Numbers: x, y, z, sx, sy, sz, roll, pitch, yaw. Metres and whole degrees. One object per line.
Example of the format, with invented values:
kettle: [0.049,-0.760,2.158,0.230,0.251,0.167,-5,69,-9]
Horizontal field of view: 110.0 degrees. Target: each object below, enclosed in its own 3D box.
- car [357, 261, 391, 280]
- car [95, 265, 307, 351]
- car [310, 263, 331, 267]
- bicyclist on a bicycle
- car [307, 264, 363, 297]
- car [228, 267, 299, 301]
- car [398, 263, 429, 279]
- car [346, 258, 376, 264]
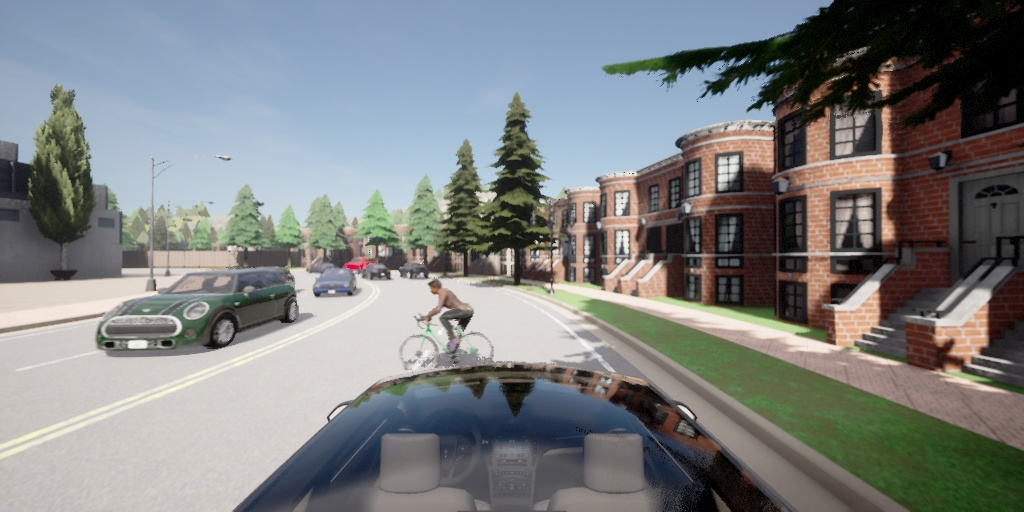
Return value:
car: [-12.627,1.447,33.186,1.812,1.442,4.674,0,0,-36]
car: [-7.525,1.142,9.220,2.097,1.767,4.553,0,0,-6]
car: [-23.065,1.526,43.725,5.357,1.411,2.033,0,0,36]
bicyclist on a bicycle: [-1.161,1.227,6.276,1.656,1.620,0.582,-2,0,-1]
car: [-9.828,1.398,20.255,2.033,1.411,5.357,0,0,-20]
car: [-13.004,1.352,19.149,1.837,1.490,4.892,0,-1,-19]
car: [-9.667,1.434,34.954,1.837,1.490,4.892,0,-1,-35]
car: [-18.943,1.207,44.913,5.566,2.045,2.150,0,0,39]
